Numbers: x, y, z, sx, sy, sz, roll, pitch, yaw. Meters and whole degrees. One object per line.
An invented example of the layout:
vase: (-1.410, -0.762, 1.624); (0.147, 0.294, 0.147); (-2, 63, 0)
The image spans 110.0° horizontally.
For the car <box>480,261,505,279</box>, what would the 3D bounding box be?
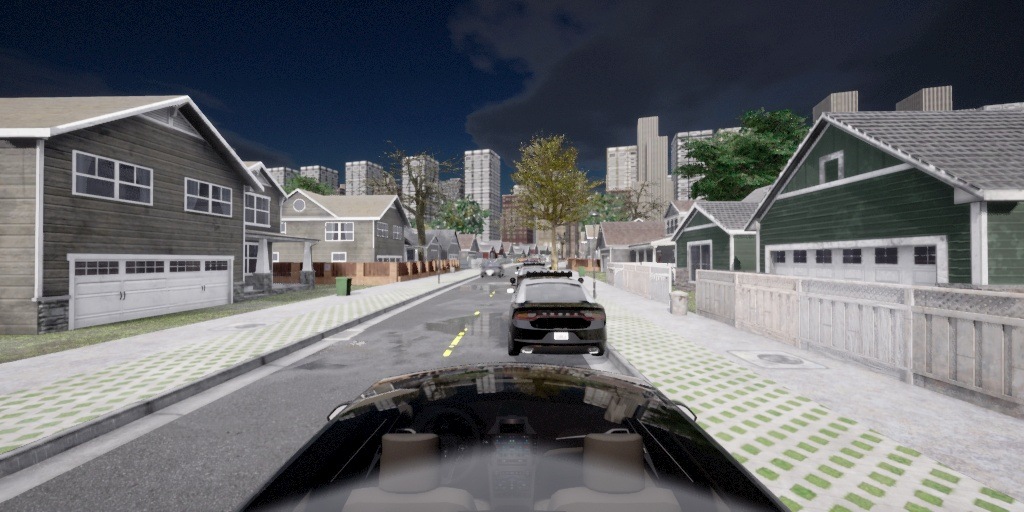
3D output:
car: (-1.735, 1.262, 33.066); (2.128, 1.511, 4.902); (0, 0, 4)

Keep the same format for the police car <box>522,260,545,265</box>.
police car: (1.166, 1.182, 18.714); (1.930, 1.638, 5.238); (0, 0, 2)

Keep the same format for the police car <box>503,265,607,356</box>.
police car: (0.891, 1.177, 8.762); (1.930, 1.638, 5.238); (0, 0, 1)

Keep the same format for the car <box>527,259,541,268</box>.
car: (3.850, 1.294, 62.527); (2.128, 1.511, 4.902); (0, 0, 8)
